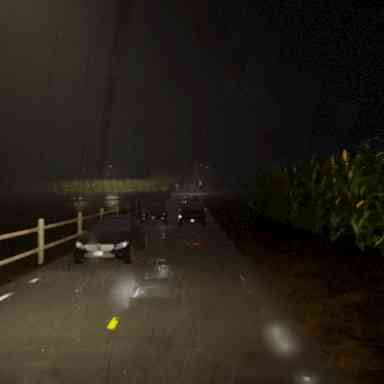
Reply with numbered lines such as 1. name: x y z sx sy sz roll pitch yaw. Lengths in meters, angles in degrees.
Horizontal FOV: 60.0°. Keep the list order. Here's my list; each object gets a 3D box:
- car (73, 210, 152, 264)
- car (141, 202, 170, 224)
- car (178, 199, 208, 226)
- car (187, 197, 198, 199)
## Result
1. car: -2.791 1.605 12.300 1.812 1.442 4.674 0 0 0
2. car: -2.733 1.546 25.691 1.837 1.490 4.892 0 0 0
3. car: 0.042 1.562 23.899 1.837 1.490 4.892 0 1 0
4. car: 0.108 1.315 42.040 2.033 1.411 5.357 0 1 0
